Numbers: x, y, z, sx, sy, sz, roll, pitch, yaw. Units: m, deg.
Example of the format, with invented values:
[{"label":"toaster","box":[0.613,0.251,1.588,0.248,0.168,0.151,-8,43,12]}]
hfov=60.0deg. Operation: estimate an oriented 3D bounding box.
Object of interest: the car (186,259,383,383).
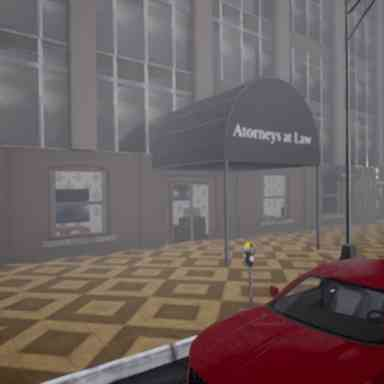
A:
[{"label":"car","box":[2.010,1.533,3.833,4.507,1.381,1.887,0,0,-35]}]
